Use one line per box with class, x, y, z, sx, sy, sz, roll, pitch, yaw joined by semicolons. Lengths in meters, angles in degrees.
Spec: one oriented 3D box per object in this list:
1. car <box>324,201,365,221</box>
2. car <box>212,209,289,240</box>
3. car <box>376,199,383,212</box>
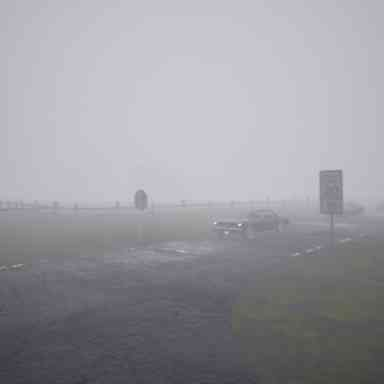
car;12.489;1.476;27.133;1.882;1.535;5.008;-1;-1;44
car;3.125;1.595;17.251;1.895;1.301;4.718;-1;-1;43
car;22.306;1.478;37.444;1.882;1.535;5.008;-1;-1;44
